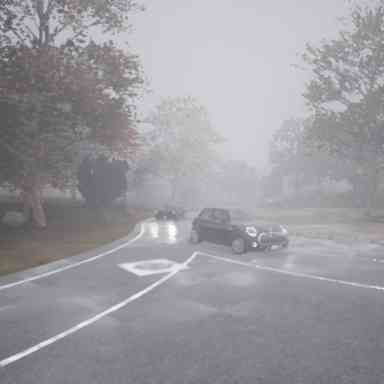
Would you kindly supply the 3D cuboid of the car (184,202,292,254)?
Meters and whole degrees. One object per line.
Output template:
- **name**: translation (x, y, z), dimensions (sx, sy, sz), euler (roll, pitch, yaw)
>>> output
- **car**: translation (1.839, 1.410, 13.913), dimensions (2.097, 1.767, 4.553), euler (0, 0, -31)

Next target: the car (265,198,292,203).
- **car**: translation (11.250, 1.584, 45.408), dimensions (5.008, 1.535, 1.882), euler (-1, -1, -20)

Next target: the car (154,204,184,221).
- **car**: translation (-1.749, 1.710, 28.604), dimensions (1.895, 1.301, 4.718), euler (0, 0, 11)
